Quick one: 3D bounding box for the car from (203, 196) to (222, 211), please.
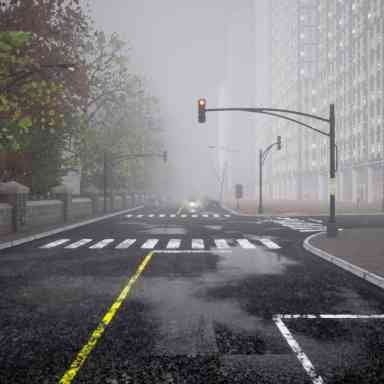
[{"bbox_3d":[2.689,1.587,41.506,1.947,1.339,4.313,0,0,0],"label":"car"}]

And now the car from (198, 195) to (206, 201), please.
[{"bbox_3d":[2.688,1.642,92.197,2.008,1.369,4.403,0,0,0],"label":"car"}]

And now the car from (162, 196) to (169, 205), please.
[{"bbox_3d":[-5.691,1.478,58.404,1.967,1.590,4.097,0,0,0],"label":"car"}]

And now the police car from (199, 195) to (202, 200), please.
[{"bbox_3d":[3.132,1.478,69.928,1.930,1.638,5.238,0,0,0],"label":"police car"}]

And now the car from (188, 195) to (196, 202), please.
[{"bbox_3d":[-0.004,1.570,80.044,1.837,1.490,4.892,0,0,0],"label":"car"}]

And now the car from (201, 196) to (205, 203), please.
[{"bbox_3d":[2.689,1.592,47.139,1.947,1.339,4.313,0,0,0],"label":"car"}]

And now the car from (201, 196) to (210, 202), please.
[{"bbox_3d":[3.146,1.590,76.818,1.812,1.442,4.674,0,0,0],"label":"car"}]

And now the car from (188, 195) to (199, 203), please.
[{"bbox_3d":[0.042,1.566,71.027,2.128,1.511,4.902,0,0,0],"label":"car"}]

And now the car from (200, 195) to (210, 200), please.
[{"bbox_3d":[2.689,1.597,52.771,1.947,1.339,4.313,0,0,0],"label":"car"}]

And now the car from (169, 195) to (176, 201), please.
[{"bbox_3d":[-5.692,1.626,86.565,1.887,1.381,4.507,0,0,0],"label":"car"}]

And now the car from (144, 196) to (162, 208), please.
[{"bbox_3d":[-5.691,1.608,47.138,1.802,1.307,4.206,0,0,0],"label":"car"}]
